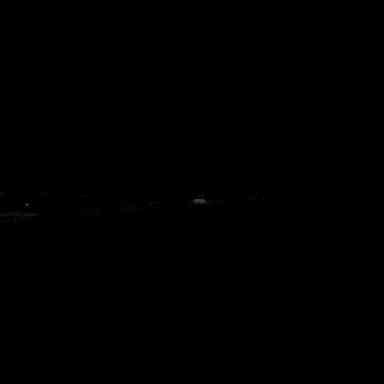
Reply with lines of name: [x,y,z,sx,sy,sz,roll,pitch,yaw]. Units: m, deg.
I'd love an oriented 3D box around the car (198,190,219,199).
car: [2.541,0.383,53.766,2.128,1.511,4.902,1,2,36]

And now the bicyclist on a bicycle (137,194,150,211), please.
bicyclist on a bicycle: [-4.491,0.995,30.825,1.656,1.620,0.582,0,1,35]

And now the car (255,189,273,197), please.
car: [13.681,0.199,63.133,1.837,1.490,4.892,1,2,35]

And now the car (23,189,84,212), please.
car: [-13.079,0.722,31.837,2.150,2.045,5.566,1,2,35]

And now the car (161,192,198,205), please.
car: [-1.747,0.719,41.410,1.882,1.535,5.008,1,2,35]
